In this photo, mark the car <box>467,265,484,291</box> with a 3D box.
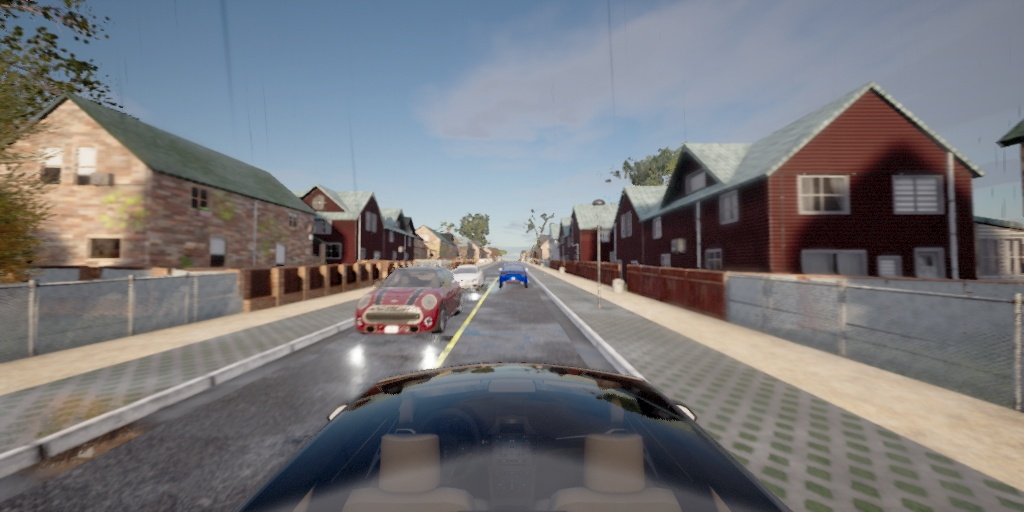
[{"bbox_3d":[-2.745,1.302,22.083,1.812,1.442,4.674,0,0,0],"label":"car"}]

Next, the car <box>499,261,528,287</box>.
[{"bbox_3d":[0.104,1.261,24.850,1.882,1.535,5.008,0,0,0],"label":"car"}]

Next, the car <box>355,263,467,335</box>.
[{"bbox_3d":[-2.771,1.108,10.562,2.097,1.767,4.553,0,0,1],"label":"car"}]
